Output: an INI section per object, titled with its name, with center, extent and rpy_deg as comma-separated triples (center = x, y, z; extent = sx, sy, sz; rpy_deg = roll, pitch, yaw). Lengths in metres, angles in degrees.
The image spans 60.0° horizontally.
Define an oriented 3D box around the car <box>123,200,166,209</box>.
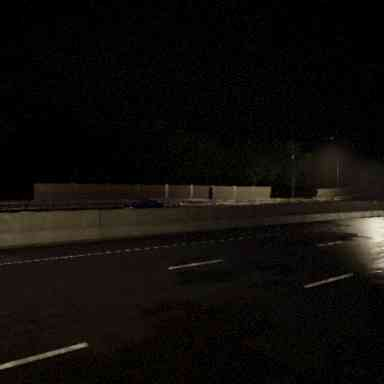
[car]
center = -4.940, 1.563, 34.828
extent = 4.674, 1.442, 1.812
rpy_deg = 0, 0, -35
